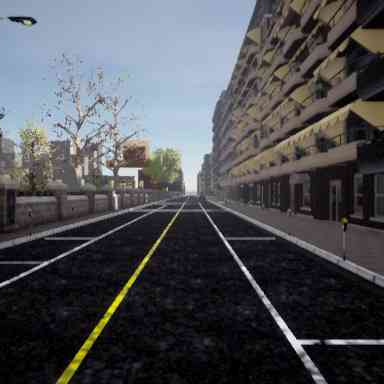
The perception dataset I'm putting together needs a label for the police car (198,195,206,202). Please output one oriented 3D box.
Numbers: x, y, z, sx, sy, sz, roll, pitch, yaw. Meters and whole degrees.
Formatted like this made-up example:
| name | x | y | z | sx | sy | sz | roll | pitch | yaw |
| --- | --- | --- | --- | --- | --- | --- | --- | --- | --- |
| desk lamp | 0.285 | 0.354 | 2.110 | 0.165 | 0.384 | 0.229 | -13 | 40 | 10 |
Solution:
| name | x | y | z | sx | sy | sz | roll | pitch | yaw |
| --- | --- | --- | --- | --- | --- | --- | --- | --- | --- |
| police car | 2.366 | 1.540 | 80.016 | 1.930 | 1.638 | 5.238 | 0 | 0 | 0 |
